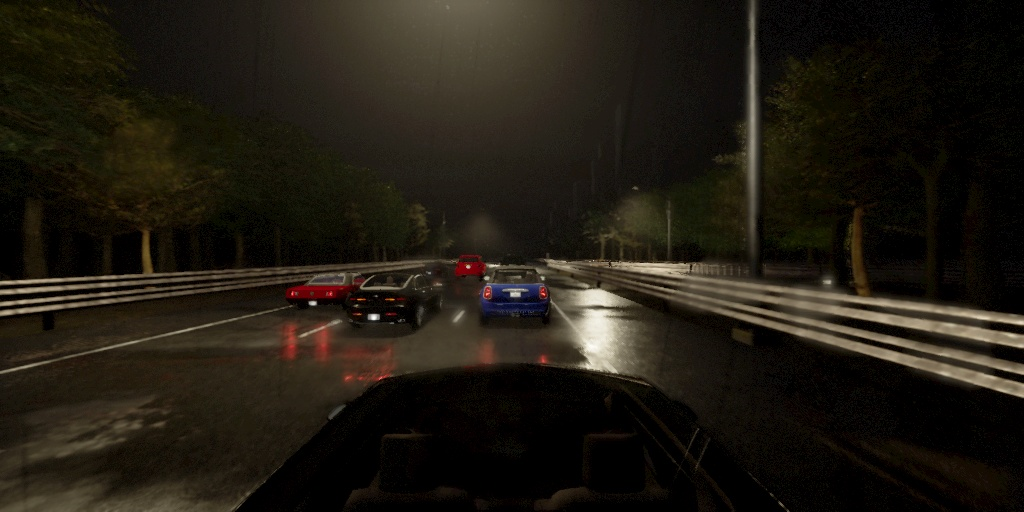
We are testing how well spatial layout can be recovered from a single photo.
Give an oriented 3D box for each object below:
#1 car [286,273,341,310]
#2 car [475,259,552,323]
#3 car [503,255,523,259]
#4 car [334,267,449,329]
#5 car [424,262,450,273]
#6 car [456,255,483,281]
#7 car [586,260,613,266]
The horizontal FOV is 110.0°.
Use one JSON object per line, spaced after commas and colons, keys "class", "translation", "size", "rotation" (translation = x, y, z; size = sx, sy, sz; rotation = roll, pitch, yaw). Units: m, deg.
{"class": "car", "translation": [-6.901, 1.347, 14.654], "size": [1.895, 1.301, 4.718], "rotation": [0, 0, 0]}
{"class": "car", "translation": [0.097, 1.099, 12.186], "size": [2.097, 1.767, 4.553], "rotation": [0, 0, 0]}
{"class": "car", "translation": [0.095, 0.963, 30.541], "size": [2.150, 2.045, 5.566], "rotation": [0, 0, 0]}
{"class": "car", "translation": [-3.401, 1.252, 11.246], "size": [1.837, 1.490, 4.892], "rotation": [0, 0, 0]}
{"class": "car", "translation": [-6.916, 1.266, 32.333], "size": [1.812, 1.442, 4.674], "rotation": [0, 0, 0]}
{"class": "car", "translation": [-3.402, 0.963, 30.538], "size": [2.150, 2.045, 5.566], "rotation": [0, 0, 0]}
{"class": "car", "translation": [12.766, 1.310, 53.338], "size": [1.882, 1.535, 5.008], "rotation": [0, 0, -28]}
